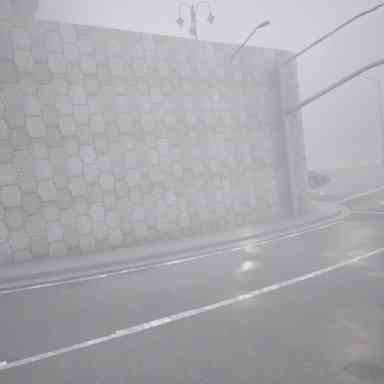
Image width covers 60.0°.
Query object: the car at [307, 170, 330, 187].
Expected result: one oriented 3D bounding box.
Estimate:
[{"bbox_3d":[10.709,-1.348,31.813,1.837,1.490,4.892,-11,7,-34],"label":"car"}]
